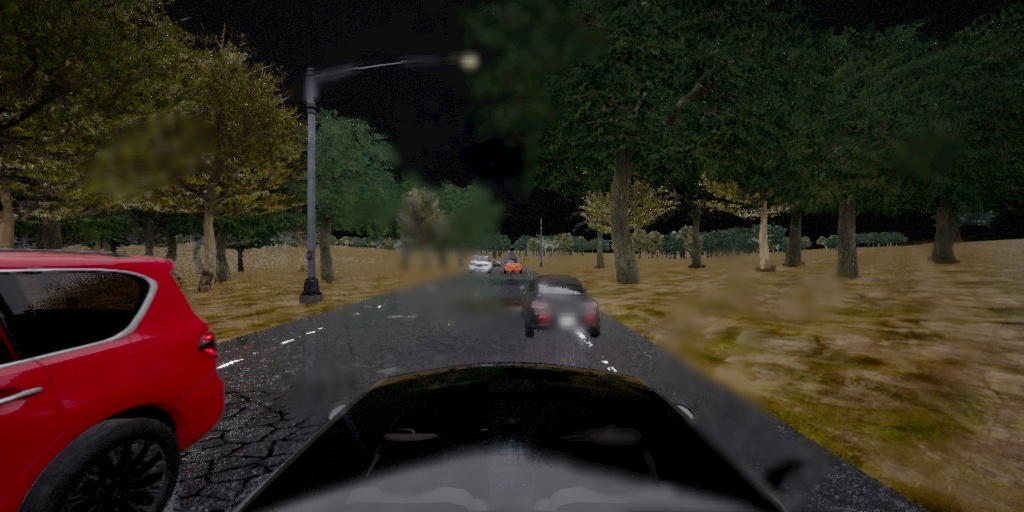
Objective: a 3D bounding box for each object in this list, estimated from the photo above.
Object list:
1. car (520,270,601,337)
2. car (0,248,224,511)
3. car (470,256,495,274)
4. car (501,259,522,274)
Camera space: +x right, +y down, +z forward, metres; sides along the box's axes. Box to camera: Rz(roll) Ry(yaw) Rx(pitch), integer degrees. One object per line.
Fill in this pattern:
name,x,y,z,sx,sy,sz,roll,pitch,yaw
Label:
car,1.236,1.280,10.212,1.812,1.442,4.674,0,0,0
car,-3.601,0.971,0.800,2.150,2.045,5.566,0,0,0
car,-3.550,1.009,41.915,2.150,2.045,5.566,0,0,0
car,0.140,1.147,43.102,2.097,1.767,4.553,0,0,0
